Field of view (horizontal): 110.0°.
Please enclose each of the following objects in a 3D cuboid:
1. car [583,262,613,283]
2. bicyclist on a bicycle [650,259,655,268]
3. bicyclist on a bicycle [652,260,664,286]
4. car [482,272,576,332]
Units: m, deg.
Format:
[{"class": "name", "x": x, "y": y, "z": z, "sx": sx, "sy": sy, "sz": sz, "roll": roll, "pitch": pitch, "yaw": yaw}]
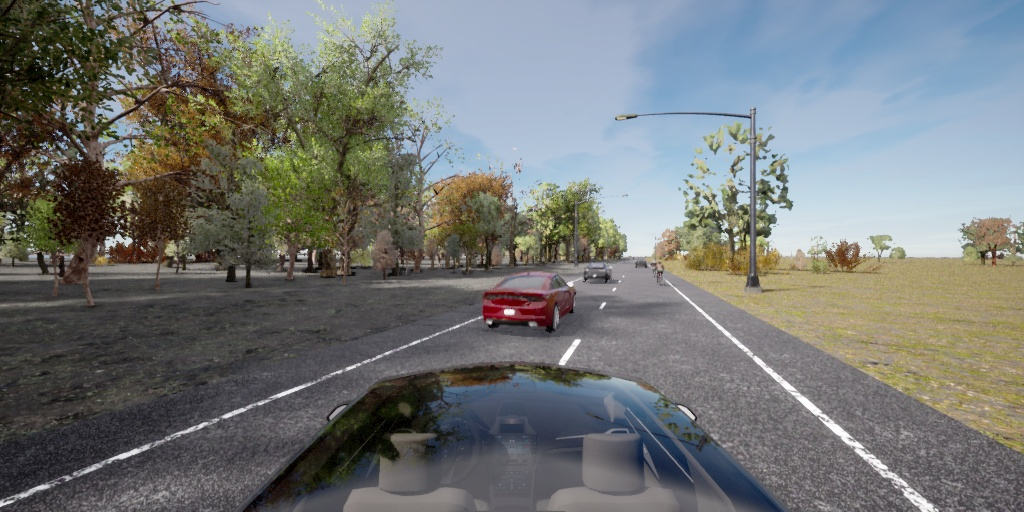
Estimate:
[{"class": "car", "x": 6.889, "y": 1.246, "z": 28.607, "sx": 2.128, "sy": 1.511, "sz": 4.902, "roll": 0, "pitch": 0, "yaw": 19}, {"class": "bicyclist on a bicycle", "x": 13.141, "y": 1.128, "z": 33.225, "sx": 0.659, "sy": 1.776, "sz": 1.843, "roll": 0, "pitch": 0, "yaw": 19}, {"class": "bicyclist on a bicycle", "x": 9.951, "y": 1.208, "z": 24.155, "sx": 0.582, "sy": 1.620, "sz": 1.656, "roll": 0, "pitch": 0, "yaw": 19}, {"class": "car", "x": 0.758, "y": 1.229, "z": 11.167, "sx": 1.882, "sy": 1.535, "sz": 5.008, "roll": 0, "pitch": 0, "yaw": 19}]
